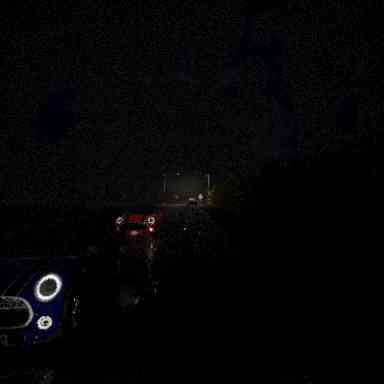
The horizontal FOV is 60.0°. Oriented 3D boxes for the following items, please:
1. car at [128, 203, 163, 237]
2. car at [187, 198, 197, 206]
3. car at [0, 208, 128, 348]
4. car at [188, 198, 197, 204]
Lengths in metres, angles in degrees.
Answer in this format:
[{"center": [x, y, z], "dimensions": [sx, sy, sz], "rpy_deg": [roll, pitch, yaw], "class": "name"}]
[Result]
[{"center": [-2.798, 1.428, 18.413], "dimensions": [2.097, 1.767, 4.553], "rpy_deg": [0, -1, 1], "class": "car"}, {"center": [0.039, 2.245, 70.508], "dimensions": [1.994, 1.385, 4.181], "rpy_deg": [0, -1, 0], "class": "car"}, {"center": [-2.840, 1.363, 6.641], "dimensions": [2.097, 1.767, 4.553], "rpy_deg": [0, 0, 0], "class": "car"}, {"center": [0.046, 2.191, 80.504], "dimensions": [2.033, 1.411, 5.357], "rpy_deg": [0, -1, 0], "class": "car"}]
